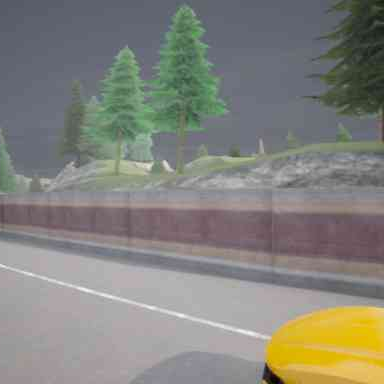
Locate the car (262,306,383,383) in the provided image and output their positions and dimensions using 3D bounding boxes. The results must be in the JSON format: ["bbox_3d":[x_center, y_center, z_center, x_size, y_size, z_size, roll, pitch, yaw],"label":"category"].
[{"bbox_3d":[2.920,1.461,2.071,5.008,1.535,1.882,-1,0,34],"label":"car"}]
